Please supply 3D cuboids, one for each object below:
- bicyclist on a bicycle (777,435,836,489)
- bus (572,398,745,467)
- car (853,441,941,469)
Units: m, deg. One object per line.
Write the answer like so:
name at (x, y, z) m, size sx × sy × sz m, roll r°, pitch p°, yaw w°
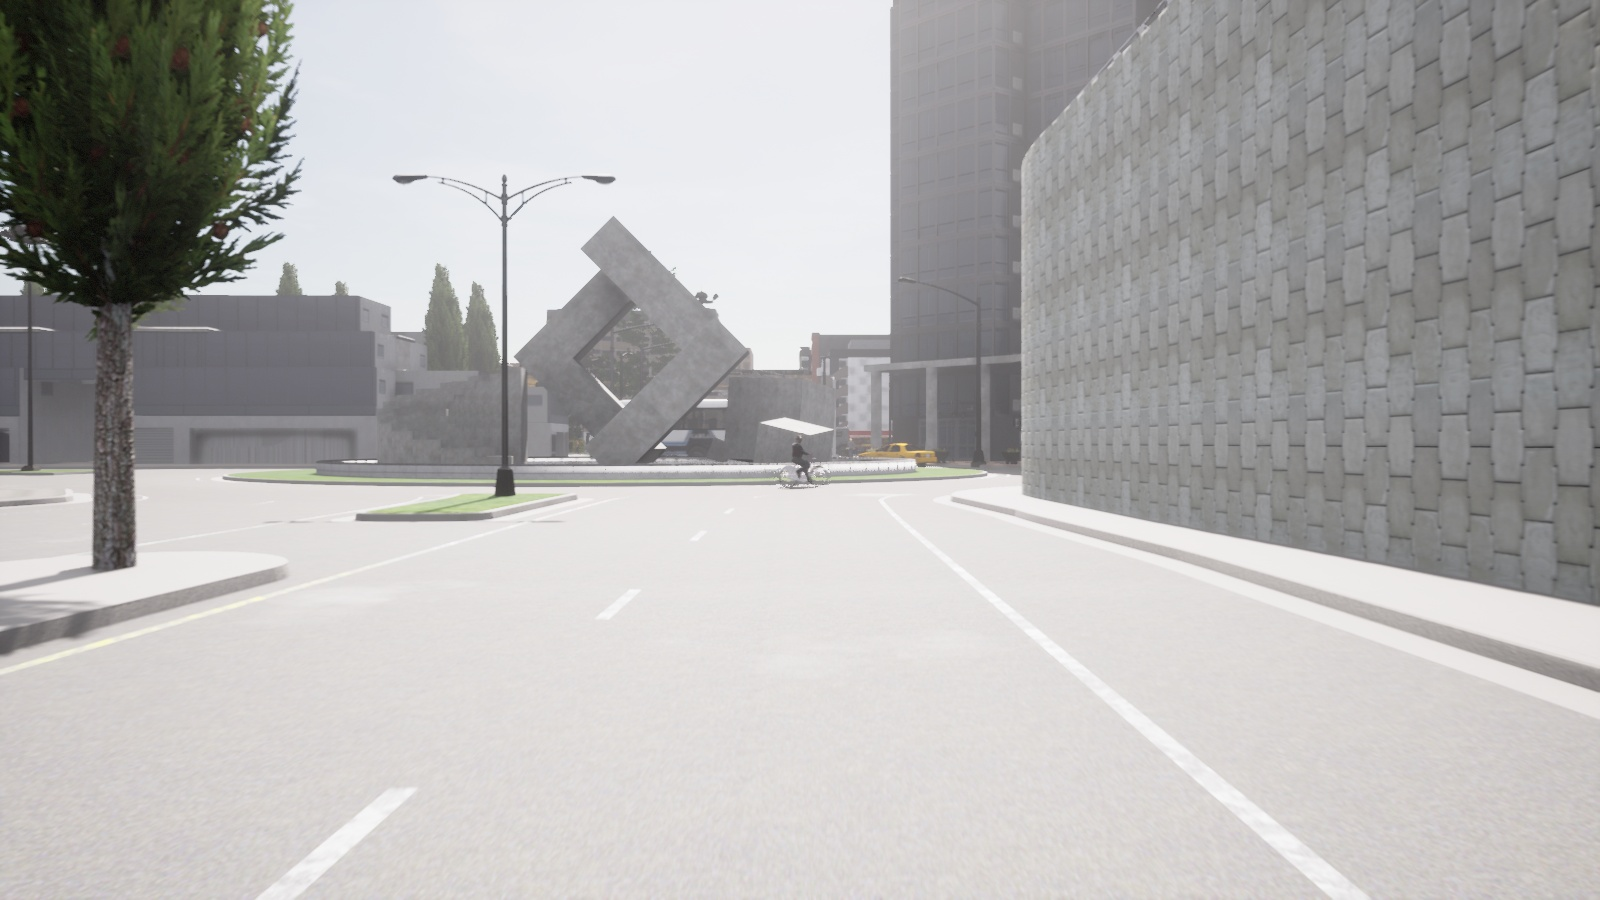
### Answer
bicyclist on a bicycle at (0.228, 0.381, 41.906) m, size 1.843 × 1.776 × 0.659 m, roll 0°, pitch 0°, yaw -26°
bus at (-8.868, -1.085, 79.468) m, size 10.273 × 4.253 × 3.944 m, roll 0°, pitch 0°, yaw 7°
car at (5.629, 0.278, 73.215) m, size 1.801 × 1.575 × 5.366 m, roll 0°, pitch 1°, yaw -42°
